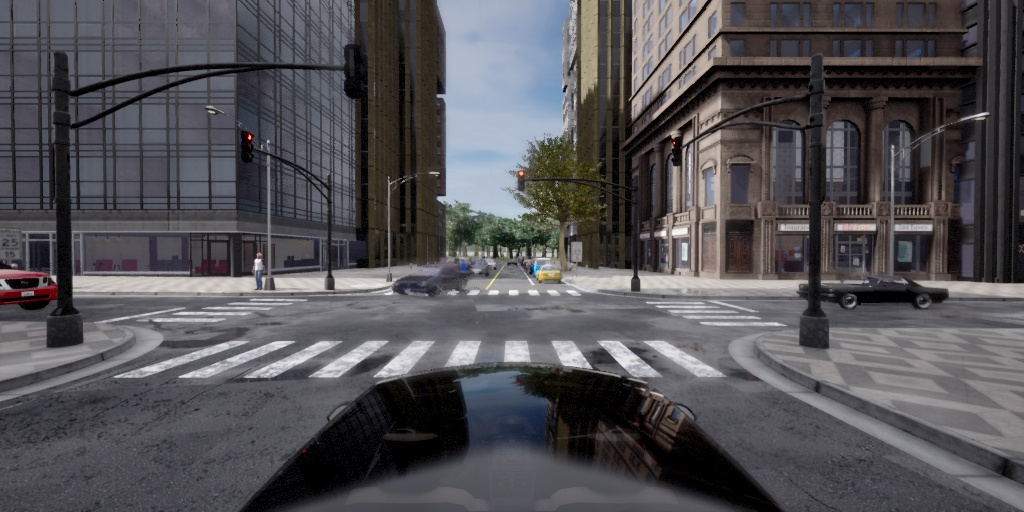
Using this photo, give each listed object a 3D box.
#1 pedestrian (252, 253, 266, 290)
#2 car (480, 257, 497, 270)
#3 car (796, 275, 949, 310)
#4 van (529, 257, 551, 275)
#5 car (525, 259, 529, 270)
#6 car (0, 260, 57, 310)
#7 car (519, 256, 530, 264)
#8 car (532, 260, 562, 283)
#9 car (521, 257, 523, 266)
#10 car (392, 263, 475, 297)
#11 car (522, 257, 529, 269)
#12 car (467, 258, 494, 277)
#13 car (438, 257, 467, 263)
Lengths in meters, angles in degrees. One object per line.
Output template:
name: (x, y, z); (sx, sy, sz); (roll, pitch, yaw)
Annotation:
pedestrian: (-12.537, 0.740, 17.796); (0.375, 1.860, 0.375); (0, 0, 0)
car: (-3.120, 1.207, 49.596); (1.812, 1.442, 4.674); (0, 0, 0)
car: (14.698, 1.443, 14.844); (4.718, 1.301, 1.895); (0, 1, 0)
van: (2.735, 1.059, 32.670); (1.690, 1.789, 3.998); (0, 0, 0)
car: (2.730, 1.274, 38.349); (1.948, 1.339, 4.313); (0, 0, 0)
car: (-18.383, 0.841, 11.542); (5.566, 2.045, 2.150); (1, 1, 0)
car: (2.711, 1.201, 61.067); (2.007, 1.370, 4.403); (0, 0, 0)
car: (2.740, 1.253, 27.160); (1.751, 1.417, 4.829); (0, 0, 0)
car: (2.716, 1.211, 55.388); (1.888, 1.381, 4.507); (0, 0, 0)
car: (-4.032, 1.263, 18.934); (2.033, 1.411, 5.357); (0, -1, 16)
car: (2.721, 1.207, 49.879); (1.751, 1.417, 4.829); (0, 0, 0)
car: (-3.127, 1.208, 34.404); (2.128, 1.511, 4.902); (0, 0, 0)
car: (-5.790, 1.033, 32.654); (2.192, 1.841, 5.009); (0, 0, 0)
